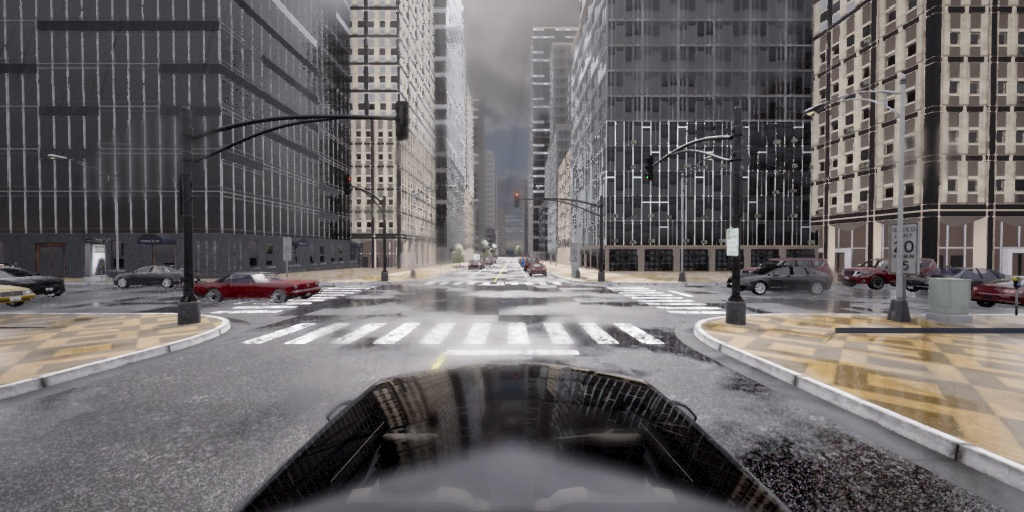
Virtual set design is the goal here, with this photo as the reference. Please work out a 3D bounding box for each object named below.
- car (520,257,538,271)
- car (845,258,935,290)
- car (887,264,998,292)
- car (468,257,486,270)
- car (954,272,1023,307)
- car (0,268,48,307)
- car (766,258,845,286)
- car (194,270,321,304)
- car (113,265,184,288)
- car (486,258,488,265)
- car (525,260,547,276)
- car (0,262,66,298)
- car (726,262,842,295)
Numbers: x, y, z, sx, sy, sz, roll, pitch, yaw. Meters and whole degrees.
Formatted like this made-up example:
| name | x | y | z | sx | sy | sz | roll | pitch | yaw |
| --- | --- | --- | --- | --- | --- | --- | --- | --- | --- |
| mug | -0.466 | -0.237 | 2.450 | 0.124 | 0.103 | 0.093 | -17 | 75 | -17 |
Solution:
| name | x | y | z | sx | sy | sz | roll | pitch | yaw |
| --- | --- | --- | --- | --- | --- | --- | --- | --- | --- |
| car | 2.584 | 1.046 | 47.004 | 2.192 | 1.841 | 5.009 | 0 | 0 | 0 |
| car | 22.907 | 1.032 | 21.821 | 5.009 | 1.841 | 2.192 | 0 | 0 | 0 |
| car | 24.008 | 1.305 | 19.220 | 5.357 | 1.411 | 2.033 | 0 | 1 | 0 |
| car | -5.280 | 1.168 | 52.509 | 1.967 | 1.591 | 4.097 | 0 | 0 | 0 |
| car | 20.189 | 1.417 | 13.678 | 4.207 | 1.307 | 1.802 | 0 | 0 | 0 |
| car | -21.253 | 1.301 | 13.612 | 4.829 | 1.417 | 1.751 | 0 | 0 | 0 |
| car | 16.575 | 1.024 | 21.811 | 5.009 | 1.841 | 2.192 | 0 | 0 | 0 |
| car | -11.126 | 1.358 | 15.864 | 4.718 | 1.301 | 1.895 | 0 | 0 | 4 |
| car | -21.435 | 1.205 | 21.751 | 4.403 | 1.370 | 2.007 | 0 | 0 | 0 |
| car | -5.276 | 1.307 | 58.034 | 1.802 | 1.307 | 4.207 | 0 | 0 | 0 |
| car | 2.556 | 1.319 | 35.955 | 1.802 | 1.307 | 4.207 | 0 | 0 | 0 |
| car | -23.375 | 1.212 | 16.194 | 5.008 | 1.535 | 1.882 | 0 | 1 | 0 |
| car | 14.185 | 1.250 | 19.189 | 4.892 | 1.490 | 1.837 | 0 | 1 | 1 |
